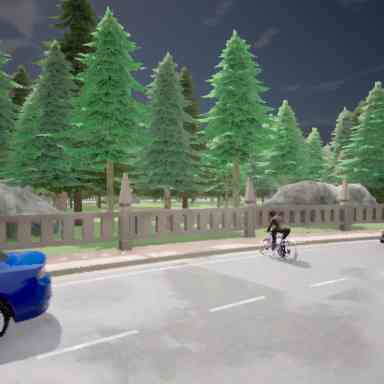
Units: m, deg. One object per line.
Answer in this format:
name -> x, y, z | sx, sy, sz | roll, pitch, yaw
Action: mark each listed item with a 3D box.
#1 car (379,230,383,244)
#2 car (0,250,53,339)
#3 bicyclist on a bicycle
car -> 10.093, 1.547, 13.146 | 5.357, 1.411, 2.033 | 0, 0, -19
car -> -4.703, 1.478, 4.740 | 5.008, 1.535, 1.882 | 0, 0, -34
bicyclist on a bicycle -> 2.804, 1.455, 10.951 | 0.582, 1.620, 1.656 | 0, -2, -30
